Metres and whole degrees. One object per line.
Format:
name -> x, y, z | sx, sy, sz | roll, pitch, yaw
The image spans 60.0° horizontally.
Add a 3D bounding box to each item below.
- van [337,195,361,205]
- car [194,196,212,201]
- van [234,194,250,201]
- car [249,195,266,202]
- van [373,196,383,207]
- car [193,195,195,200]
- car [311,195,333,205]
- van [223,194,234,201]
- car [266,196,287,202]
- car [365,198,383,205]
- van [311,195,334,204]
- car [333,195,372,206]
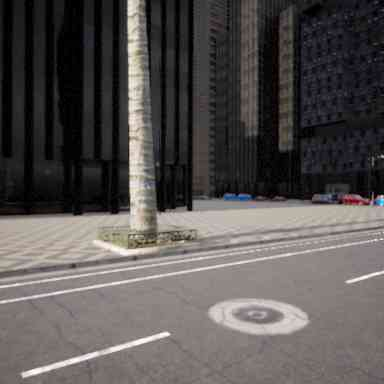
van -> 30.139, 1.454, 63.946 | 1.690, 1.788, 3.998 | 0, 0, -36
car -> 3.416, 1.619, 86.724 | 2.008, 1.369, 4.403 | 0, 0, -36
van -> 13.652, 1.451, 87.055 | 1.690, 1.788, 3.998 | 0, 0, -36
car -> 16.949, 1.691, 82.432 | 1.802, 1.307, 4.206 | 0, 0, -36
van -> 29.794, 1.419, 49.749 | 1.690, 1.788, 3.998 | 0, 0, -36
car -> 0.119, 1.508, 91.346 | 1.967, 1.590, 4.097 | 0, 0, -36
car -> 23.198, 1.653, 58.993 | 1.802, 1.307, 4.206 | 0, 0, -36
van -> 10.355, 1.451, 91.677 | 1.690, 1.788, 3.998 | 0, 0, -36
car -> 20.246, 1.691, 77.810 | 1.802, 1.307, 4.206 | 0, 0, -36
car -> 33.435, 1.698, 59.323 | 1.802, 1.307, 4.206 | 0, 0, -36
van -> 26.842, 1.452, 68.567 | 1.690, 1.788, 3.998 | 0, 0, -36
car -> 26.497, 1.389, 54.371 | 2.192, 1.841, 5.009 | 0, 0, -36
